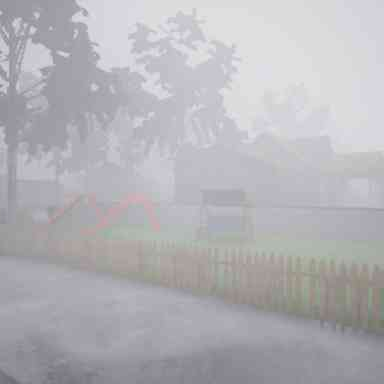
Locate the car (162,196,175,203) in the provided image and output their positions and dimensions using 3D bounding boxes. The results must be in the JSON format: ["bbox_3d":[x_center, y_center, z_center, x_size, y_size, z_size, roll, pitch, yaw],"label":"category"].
[{"bbox_3d":[-2.805,1.368,53.003,2.097,1.767,4.553,0,0,36],"label":"car"}]
